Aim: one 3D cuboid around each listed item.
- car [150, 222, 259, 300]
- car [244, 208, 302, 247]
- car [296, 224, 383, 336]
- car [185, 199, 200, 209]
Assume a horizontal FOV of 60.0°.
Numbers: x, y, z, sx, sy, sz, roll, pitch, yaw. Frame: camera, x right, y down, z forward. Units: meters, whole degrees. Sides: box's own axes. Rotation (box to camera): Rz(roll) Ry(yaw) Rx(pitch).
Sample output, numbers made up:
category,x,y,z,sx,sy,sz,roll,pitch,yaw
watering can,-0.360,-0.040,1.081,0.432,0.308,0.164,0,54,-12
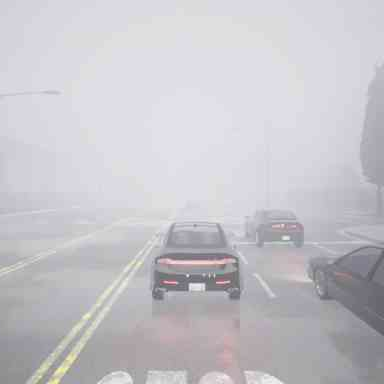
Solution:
category,x,y,z,sx,sy,sz,roll,pitch,yaw
car,0.087,1.492,8.397,2.128,1.511,4.902,0,0,0
car,3.575,1.505,15.095,1.837,1.490,4.892,0,0,0
car,3.591,1.547,5.349,2.033,1.411,5.357,0,0,0
car,0.027,1.601,44.143,1.895,1.301,4.718,0,0,0
